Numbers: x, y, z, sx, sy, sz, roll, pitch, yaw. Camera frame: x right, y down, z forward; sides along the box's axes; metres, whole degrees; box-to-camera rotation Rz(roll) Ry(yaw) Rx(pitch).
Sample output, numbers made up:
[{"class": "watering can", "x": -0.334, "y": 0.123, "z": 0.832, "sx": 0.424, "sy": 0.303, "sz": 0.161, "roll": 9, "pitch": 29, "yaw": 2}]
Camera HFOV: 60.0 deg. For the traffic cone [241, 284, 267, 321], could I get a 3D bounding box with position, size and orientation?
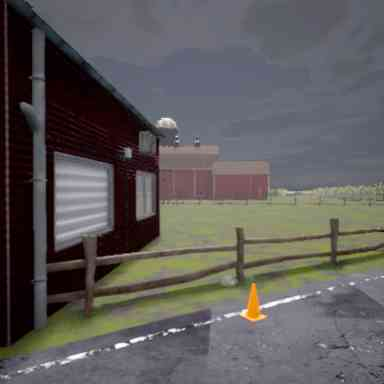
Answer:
[{"class": "traffic cone", "x": 1.108, "y": 1.942, "z": 5.965, "sx": 0.340, "sy": 0.580, "sz": 0.340, "roll": 0, "pitch": 0, "yaw": -34}]
